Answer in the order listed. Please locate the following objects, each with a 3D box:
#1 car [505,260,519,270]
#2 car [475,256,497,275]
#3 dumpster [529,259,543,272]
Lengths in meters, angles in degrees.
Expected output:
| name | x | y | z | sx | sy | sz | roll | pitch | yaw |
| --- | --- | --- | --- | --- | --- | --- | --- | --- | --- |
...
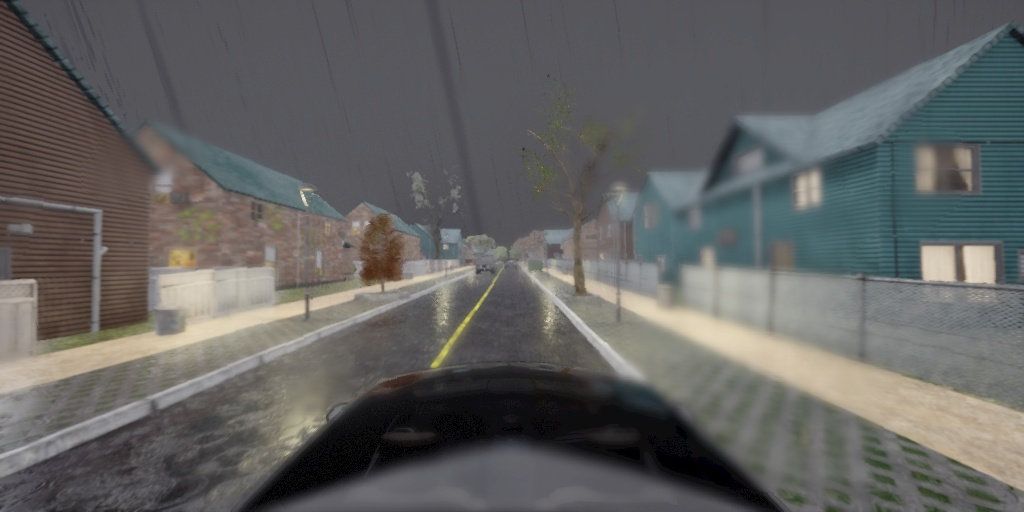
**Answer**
| name | x | y | z | sx | sy | sz | roll | pitch | yaw |
| --- | --- | --- | --- | --- | --- | --- | --- | --- | --- |
| car | 0.006 | 1.405 | 54.564 | 1.812 | 1.442 | 4.674 | 0 | 0 | 0 |
| car | -2.842 | 1.048 | 40.482 | 2.150 | 2.045 | 5.566 | 0 | 0 | 0 |
| dumpster | 3.009 | 1.238 | 45.029 | 1.020 | 1.700 | 1.940 | 0 | 0 | 0 |
